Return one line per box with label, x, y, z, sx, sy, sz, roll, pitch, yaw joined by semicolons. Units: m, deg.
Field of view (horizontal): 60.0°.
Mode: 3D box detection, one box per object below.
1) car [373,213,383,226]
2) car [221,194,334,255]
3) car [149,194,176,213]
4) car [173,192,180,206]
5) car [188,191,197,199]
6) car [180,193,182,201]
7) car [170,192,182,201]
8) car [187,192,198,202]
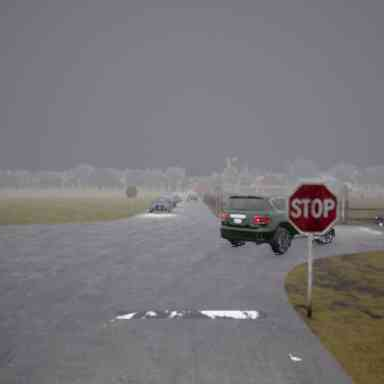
car;12.614;1.323;17.534;5.357;1.411;2.033;0;2;0
car;3.502;1.120;13.128;5.566;2.045;2.150;1;-1;-44
car;-2.845;1.199;31.115;1.994;1.385;4.181;0;1;0
car;-2.837;1.015;39.848;1.882;1.535;5.008;0;1;0
car;0.003;0.657;72.090;1.882;1.535;5.008;0;1;0
car;-2.826;0.991;49.661;1.994;1.385;4.181;0;1;0
car;-2.754;0.793;59.721;1.882;1.535;5.008;0;1;0
car;0.110;0.892;56.968;2.033;1.411;5.357;0;1;0
